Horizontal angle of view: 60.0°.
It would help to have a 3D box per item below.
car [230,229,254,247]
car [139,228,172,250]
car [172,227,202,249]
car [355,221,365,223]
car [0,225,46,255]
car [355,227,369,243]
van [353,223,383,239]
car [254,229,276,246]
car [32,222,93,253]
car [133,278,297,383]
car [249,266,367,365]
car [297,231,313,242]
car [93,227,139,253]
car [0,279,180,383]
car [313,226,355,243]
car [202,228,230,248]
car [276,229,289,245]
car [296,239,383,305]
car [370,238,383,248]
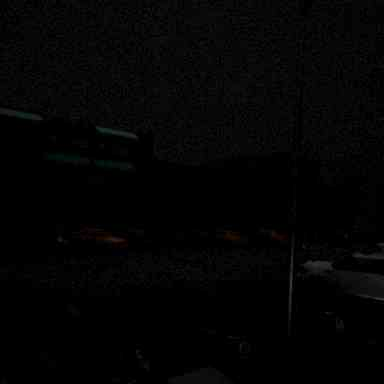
[{"bbox_3d":[2.615,4.129,30.869,5.366,1.575,1.946,1,-3,34],"label":"car"},{"bbox_3d":[-4.423,3.509,25.600,4.892,1.521,2.231,1,-4,34],"label":"car"},{"bbox_3d":[-2.049,3.746,27.334,4.792,1.488,2.163,1,-3,34],"label":"car"},{"bbox_3d":[37.985,7.734,75.418,2.435,2.045,5.566,2,-2,36],"label":"car"},{"bbox_3d":[-11.609,2.884,20.436,4.892,1.521,2.231,1,-4,34],"label":"car"},{"bbox_3d":[19.549,5.596,42.840,4.892,1.521,2.231,1,-3,34],"label":"car"},{"bbox_3d":[24.248,5.784,46.358,4.442,1.987,1.878,1,-3,34],"label":"van"},{"bbox_3d":[5.171,4.343,32.497,5.008,1.535,2.097,1,-3,34],"label":"car"},{"bbox_3d":[-9.228,2.966,22.181,4.553,1.767,2.185,1,-4,34],"label":"car"},{"bbox_3d":[-0.294,2.882,7.651,4.553,1.767,2.185,3,-2,34],"label":"car"},{"bbox_3d":[2.154,3.096,9.420,4.553,1.767,2.185,3,-2,34],"label":"car"},{"bbox_3d":[9.985,4.791,35.931,4.792,1.488,2.163,1,-4,34],"label":"car"},{"bbox_3d":[-6.657,3.299,23.781,5.366,1.575,1.946,1,-4,34],"label":"car"},{"bbox_3d":[-2.789,2.667,5.931,4.553,1.767,2.185,3,-2,34],"label":"car"},{"bbox_3d":[17.129,5.261,41.137,4.553,1.767,2.185,1,-4,34],"label":"car"},{"bbox_3d":[0.370,3.925,29.041,5.008,1.535,2.097,1,-4,35],"label":"car"},{"bbox_3d":[7.407,4.546,34.315,5.366,1.575,1.946,1,-3,34],"label":"car"},{"bbox_3d":[7.006,3.394,12.970,5.566,2.045,2.435,3,-2,34],"label":"car"},{"bbox_3d":[11.951,3.822,16.460,5.566,2.045,2.435,3,-2,34],"label":"car"}]
